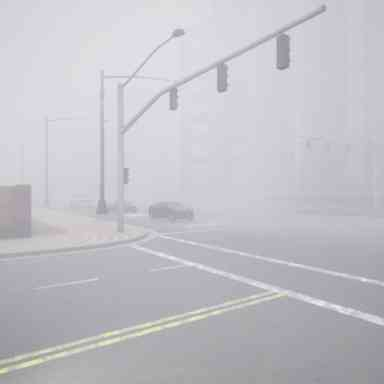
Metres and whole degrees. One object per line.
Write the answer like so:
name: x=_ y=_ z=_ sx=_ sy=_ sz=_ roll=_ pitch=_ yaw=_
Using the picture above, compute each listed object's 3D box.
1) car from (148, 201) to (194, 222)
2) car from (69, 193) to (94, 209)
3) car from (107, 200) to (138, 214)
car: x=-1.747 y=1.472 z=27.037 sx=1.882 sy=1.535 sz=5.008 roll=0 pitch=0 yaw=-35
car: x=-15.620 y=1.217 z=46.871 sx=2.150 sy=2.045 sz=5.566 roll=0 pitch=0 yaw=-34
car: x=-7.383 y=1.559 z=35.064 sx=1.994 sy=1.385 sz=4.181 roll=0 pitch=0 yaw=-35
